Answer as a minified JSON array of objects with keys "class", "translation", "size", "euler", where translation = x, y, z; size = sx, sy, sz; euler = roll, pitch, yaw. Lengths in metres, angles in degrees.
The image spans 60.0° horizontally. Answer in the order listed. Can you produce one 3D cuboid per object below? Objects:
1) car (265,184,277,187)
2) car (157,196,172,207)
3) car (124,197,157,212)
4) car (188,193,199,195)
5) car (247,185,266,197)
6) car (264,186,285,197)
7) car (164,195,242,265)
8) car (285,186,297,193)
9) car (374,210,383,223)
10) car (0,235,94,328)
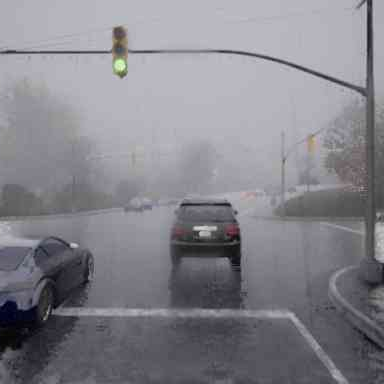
[{"class":"car","translation":[18.195,-0.855,75.537],"size":[2.150,2.045,5.566],"euler":[0,3,36]},{"class":"car","translation":[-3.585,1.351,47.801],"size":[2.128,1.511,4.902],"euler":[0,2,18]},{"class":"car","translation":[-6.173,1.393,38.969],"size":[2.097,1.767,4.553],"euler":[0,1,15]},{"class":"car","translation":[0.055,0.959,57.389],"size":[2.128,1.511,4.902],"euler":[0,3,22]},{"class":"car","translation":[12.669,0.006,66.902],"size":[2.097,1.767,4.553],"euler":[0,3,32]},{"class":"car","translation":[16.252,0.184,66.094],"size":[1.895,1.301,4.718],"euler":[0,4,32]},{"class":"car","translation":[0.505,1.253,11.918],"size":[2.150,2.045,5.566],"euler":[0,0,3]},{"class":"car","translation":[21.810,-0.567,74.581],"size":[2.033,1.411,5.357],"euler":[0,3,36]},{"class":"car","translation":[15.567,1.499,23.517],"size":[4.902,1.511,2.128],"euler":[-1,0,2]},{"class":"car","translation":[-3.464,1.580,6.964],"size":[1.994,1.385,4.181],"euler":[0,0,-3]}]
